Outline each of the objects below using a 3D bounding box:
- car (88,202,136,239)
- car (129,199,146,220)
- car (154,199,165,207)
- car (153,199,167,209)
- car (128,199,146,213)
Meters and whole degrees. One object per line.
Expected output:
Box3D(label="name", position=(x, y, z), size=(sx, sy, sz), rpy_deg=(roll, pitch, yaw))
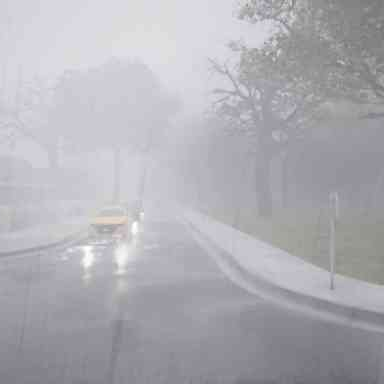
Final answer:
Box3D(label="car", position=(-4.273, 1.526, 17.979), size=(1.882, 1.535, 5.008), rpy_deg=(0, 0, -6))
Box3D(label="car", position=(-5.447, 1.589, 28.997), size=(2.128, 1.511, 4.902), rpy_deg=(0, 0, -6))
Box3D(label="car", position=(-6.031, 1.973, 61.229), size=(1.895, 1.301, 4.718), rpy_deg=(0, -1, -6))
Box3D(label="car", position=(-4.919, 1.765, 50.839), size=(2.128, 1.511, 4.902), rpy_deg=(0, -1, -6))
Box3D(label="car", position=(-6.710, 1.691, 40.891), size=(1.837, 1.490, 4.892), rpy_deg=(0, -1, -6))
